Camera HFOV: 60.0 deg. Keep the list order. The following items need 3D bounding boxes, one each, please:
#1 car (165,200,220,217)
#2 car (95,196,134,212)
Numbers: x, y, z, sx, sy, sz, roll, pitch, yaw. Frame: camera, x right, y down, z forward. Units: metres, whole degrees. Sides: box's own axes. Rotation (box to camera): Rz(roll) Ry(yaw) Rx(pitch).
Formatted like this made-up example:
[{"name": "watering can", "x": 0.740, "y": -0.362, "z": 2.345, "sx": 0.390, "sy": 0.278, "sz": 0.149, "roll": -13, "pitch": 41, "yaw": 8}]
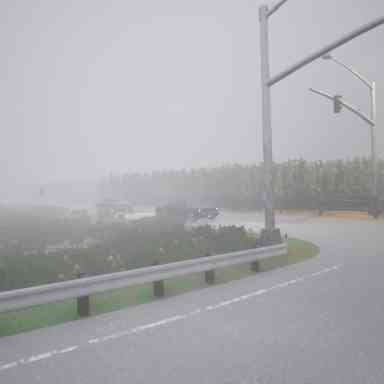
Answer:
[{"name": "car", "x": -0.370, "y": 1.180, "z": 22.021, "sx": 1.895, "sy": 1.301, "sz": 4.718, "roll": -3, "pitch": 2, "yaw": -41}, {"name": "car", "x": -7.036, "y": 1.124, "z": 29.821, "sx": 1.837, "sy": 1.490, "sz": 4.892, "roll": -3, "pitch": 2, "yaw": -40}]
